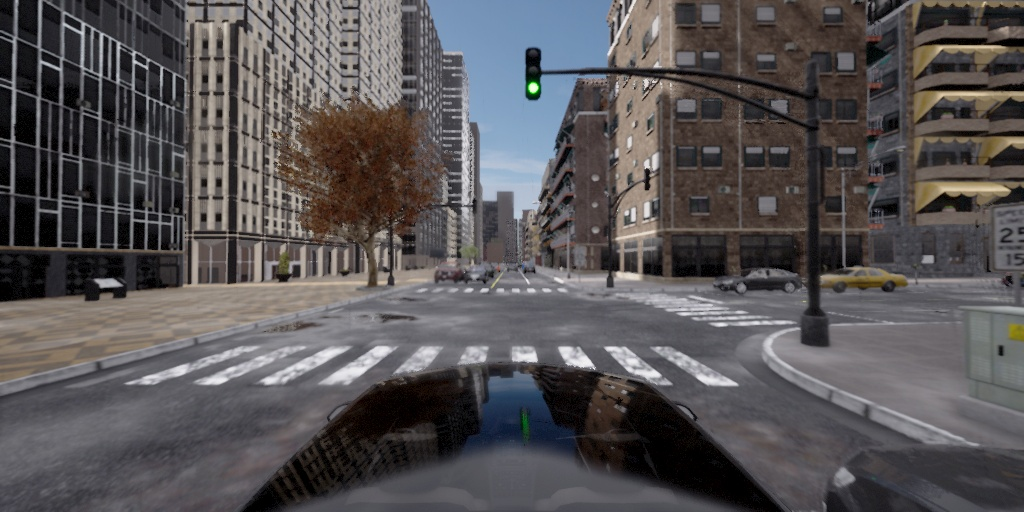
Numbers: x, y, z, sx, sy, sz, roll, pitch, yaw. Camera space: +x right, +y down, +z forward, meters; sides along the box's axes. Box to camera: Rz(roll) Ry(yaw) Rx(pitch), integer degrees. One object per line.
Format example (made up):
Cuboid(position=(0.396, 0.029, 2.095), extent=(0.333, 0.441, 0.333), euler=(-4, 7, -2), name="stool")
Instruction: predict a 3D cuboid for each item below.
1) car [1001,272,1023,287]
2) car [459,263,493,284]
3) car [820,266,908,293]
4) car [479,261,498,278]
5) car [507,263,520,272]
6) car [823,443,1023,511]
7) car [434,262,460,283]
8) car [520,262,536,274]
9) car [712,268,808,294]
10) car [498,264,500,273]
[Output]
Cuboid(position=(30.136, 1.088, 19.912), extent=(4.507, 1.381, 1.888), euler=(0, 0, -1), name="car")
Cuboid(position=(-3.102, 1.641, 32.205), extent=(2.128, 1.511, 4.902), euler=(0, -1, 0), name="car")
Cuboid(position=(18.831, 1.221, 19.795), extent=(4.829, 1.417, 1.751), euler=(0, 0, -1), name="car")
Cuboid(position=(-3.100, 1.625, 41.378), extent=(2.097, 1.767, 4.553), euler=(0, -1, 0), name="car")
Cuboid(position=(0.100, 2.047, 62.094), extent=(2.128, 1.511, 4.902), euler=(0, -1, 0), name="car")
Cuboid(position=(2.689, 1.283, 0.321), extent=(2.007, 1.370, 4.403), euler=(0, 0, 0), name="car")
Cuboid(position=(-5.693, 1.471, 32.706), extent=(2.192, 1.841, 5.009), euler=(0, 0, 0), name="car")
Cuboid(position=(2.687, 2.020, 54.795), extent=(1.948, 1.339, 4.313), euler=(0, 0, 0), name="car")
Cuboid(position=(13.434, 1.323, 19.739), extent=(4.403, 1.370, 2.007), euler=(0, 0, -1), name="car")
Cuboid(position=(-3.095, 2.005, 51.092), extent=(1.895, 1.301, 4.718), euler=(0, -1, 0), name="car")
